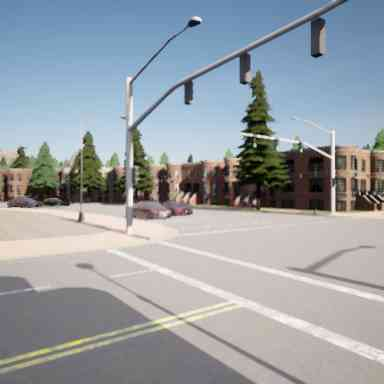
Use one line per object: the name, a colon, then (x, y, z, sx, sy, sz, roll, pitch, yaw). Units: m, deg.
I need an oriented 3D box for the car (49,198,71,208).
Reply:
car: (-19.725, 1.580, 48.040, 4.718, 1.301, 1.895, 0, 0, 27)

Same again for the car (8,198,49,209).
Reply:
car: (-22.824, 1.533, 45.711, 5.357, 1.411, 2.033, 0, 0, 25)

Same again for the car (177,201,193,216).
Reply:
car: (-1.709, 1.534, 31.296, 1.994, 1.385, 4.181, 0, 0, -37)

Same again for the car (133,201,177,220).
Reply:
car: (-3.513, 1.502, 27.914, 1.812, 1.442, 4.674, 0, 0, -37)
